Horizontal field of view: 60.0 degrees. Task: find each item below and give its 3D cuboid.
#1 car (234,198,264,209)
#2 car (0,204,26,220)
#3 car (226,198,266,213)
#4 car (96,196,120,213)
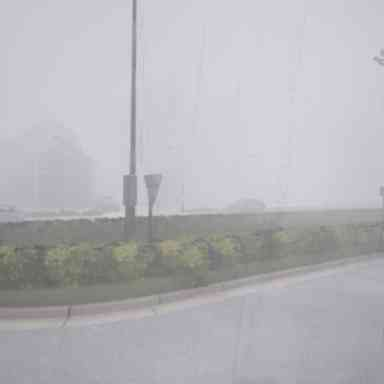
[{"bbox_3d":[9.329,1.912,54.495,2.242,1.667,4.611,1,0,-36],"label":"car"},{"bbox_3d":[-12.380,1.551,22.231,1.784,1.438,3.905,1,0,-36],"label":"car"},{"bbox_3d":[5.735,1.589,35.545,1.932,1.855,4.605,1,0,-36],"label":"car"},{"bbox_3d":[-10.287,1.478,40.318,1.905,1.878,3.866,1,0,-36],"label":"car"}]
